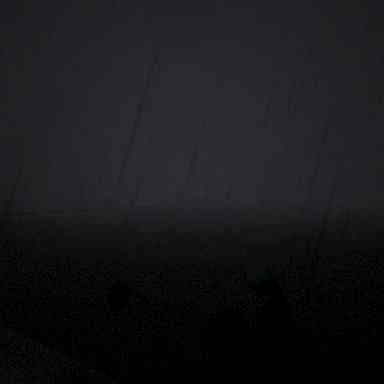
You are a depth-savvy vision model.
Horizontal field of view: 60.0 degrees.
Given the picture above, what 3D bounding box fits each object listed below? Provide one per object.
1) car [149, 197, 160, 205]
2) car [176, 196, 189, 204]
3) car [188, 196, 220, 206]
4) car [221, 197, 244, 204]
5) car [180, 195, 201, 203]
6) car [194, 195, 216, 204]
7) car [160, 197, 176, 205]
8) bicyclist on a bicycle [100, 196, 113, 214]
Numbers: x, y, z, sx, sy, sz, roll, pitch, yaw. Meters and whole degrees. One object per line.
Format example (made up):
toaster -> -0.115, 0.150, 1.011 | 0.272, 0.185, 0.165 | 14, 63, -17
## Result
car -> -5.855, 1.564, 60.712 | 1.994, 1.385, 4.181 | 0, 0, 35
car -> -0.152, 1.564, 56.662 | 1.994, 1.385, 4.181 | 0, 0, 35
car -> 1.990, 1.478, 53.634 | 1.882, 1.535, 5.008 | 0, 0, 35
car -> 7.952, 1.601, 62.253 | 1.895, 1.301, 4.718 | 0, 0, 35
car -> -0.202, 1.477, 68.917 | 1.882, 1.535, 5.008 | 0, 0, 35
car -> 2.668, 1.477, 66.914 | 1.882, 1.535, 5.008 | 0, 0, 35
car -> -3.025, 1.564, 58.659 | 1.994, 1.385, 4.181 | 0, 0, 35
bicyclist on a bicycle -> -8.062, 1.156, 31.742 | 1.656, 1.620, 0.582 | 33, 17, 27
